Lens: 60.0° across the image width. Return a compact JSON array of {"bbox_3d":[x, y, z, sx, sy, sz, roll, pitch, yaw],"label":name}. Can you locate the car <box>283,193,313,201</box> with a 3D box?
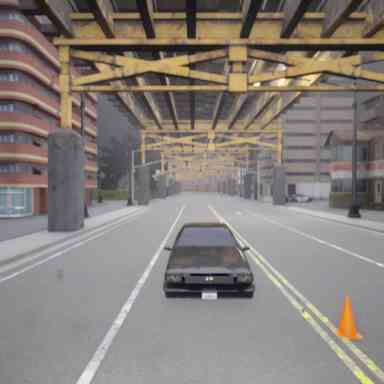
[{"bbox_3d":[17.482,0.872,54.986,4.536,1.218,1.853,0,1,-20],"label":"car"}]

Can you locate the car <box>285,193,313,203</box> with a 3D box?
[{"bbox_3d":[17.433,1.030,54.970,4.974,1.542,2.038,0,1,-20],"label":"car"}]

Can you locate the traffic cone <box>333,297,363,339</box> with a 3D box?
[{"bbox_3d":[2.451,1.952,5.240,0.340,0.580,0.340,0,0,0],"label":"traffic cone"}]

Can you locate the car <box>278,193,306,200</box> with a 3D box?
[{"bbox_3d":[17.826,0.827,59.103,4.536,1.218,1.853,0,1,25],"label":"car"}]

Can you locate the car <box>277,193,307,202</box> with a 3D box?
[{"bbox_3d":[17.779,0.984,59.127,4.974,1.542,2.038,0,1,25],"label":"car"}]

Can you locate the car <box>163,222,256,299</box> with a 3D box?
[{"bbox_3d":[0.357,1.537,8.846,2.033,1.411,5.357,0,0,1],"label":"car"}]
